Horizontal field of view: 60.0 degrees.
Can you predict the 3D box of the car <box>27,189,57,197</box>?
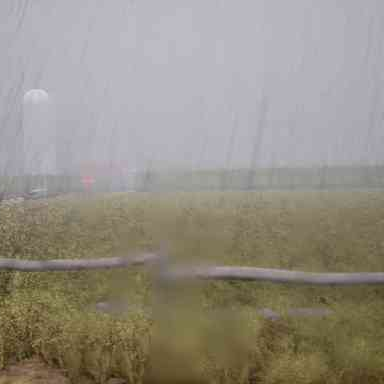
[{"bbox_3d":[-17.866,0.381,40.314,1.837,1.490,4.892,-1,3,8],"label":"car"}]
